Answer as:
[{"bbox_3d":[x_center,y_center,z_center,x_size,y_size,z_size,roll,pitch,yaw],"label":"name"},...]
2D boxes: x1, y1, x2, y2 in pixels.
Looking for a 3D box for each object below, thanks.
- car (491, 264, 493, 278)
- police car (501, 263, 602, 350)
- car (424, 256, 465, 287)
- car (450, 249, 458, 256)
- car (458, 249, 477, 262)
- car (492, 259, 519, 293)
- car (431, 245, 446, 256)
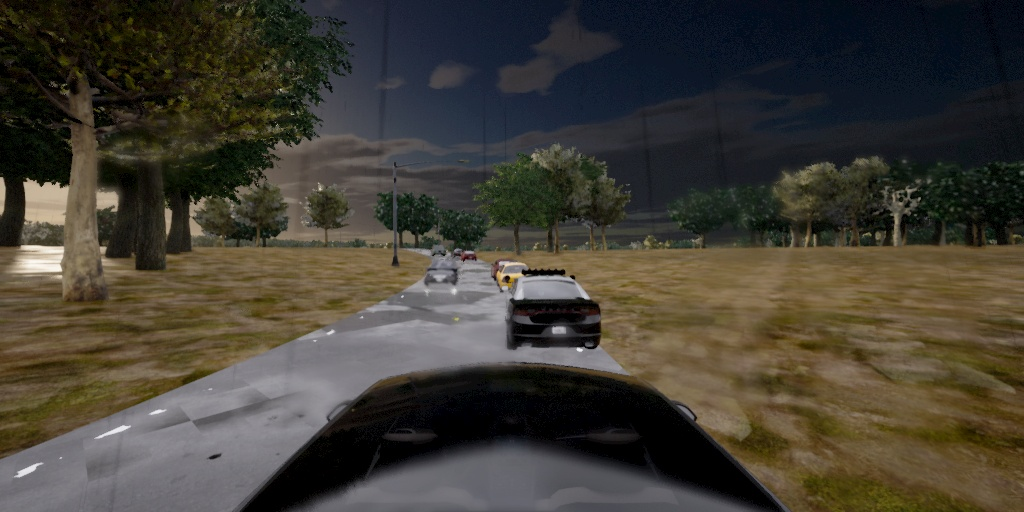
[{"bbox_3d":[-0.464,0.925,25.167,1.812,1.442,4.674,-1,1,-7],"label":"car"},{"bbox_3d":[0.777,1.142,9.146,1.930,1.638,5.238,0,0,-2],"label":"police car"},{"bbox_3d":[-4.223,1.008,22.141,2.128,1.511,4.902,0,1,-6],"label":"car"},{"bbox_3d":[-9.661,-0.582,63.369,1.837,1.490,4.892,0,3,-19],"label":"car"},{"bbox_3d":[-6.216,-0.046,51.198,1.882,1.535,5.008,0,2,-14],"label":"car"},{"bbox_3d":[0.120,1.013,19.309,1.801,1.575,5.366,-2,2,-5],"label":"car"},{"bbox_3d":[-13.000,-0.906,63.319,2.150,2.045,5.566,0,3,-18],"label":"car"}]
